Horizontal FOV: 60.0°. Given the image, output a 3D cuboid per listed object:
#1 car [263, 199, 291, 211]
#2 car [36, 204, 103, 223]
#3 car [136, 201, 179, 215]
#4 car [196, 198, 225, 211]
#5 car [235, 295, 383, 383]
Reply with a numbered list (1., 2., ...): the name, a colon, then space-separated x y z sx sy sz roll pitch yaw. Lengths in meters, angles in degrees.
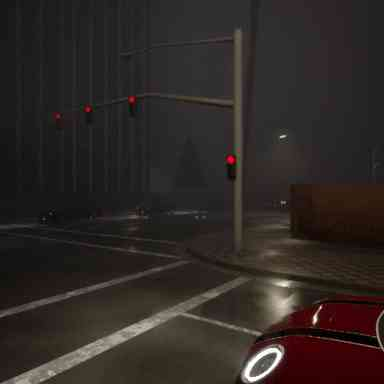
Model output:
1. car: 10.560 1.547 40.916 2.033 1.411 5.357 0 0 35
2. car: -9.247 1.601 25.393 1.895 1.301 4.718 0 0 35
3. car: -3.469 1.601 33.551 1.895 1.301 4.718 0 0 35
4. car: 2.372 1.491 41.763 2.128 1.511 4.902 0 0 36
5. car: 2.530 1.352 2.154 4.553 1.767 2.097 0 0 36
